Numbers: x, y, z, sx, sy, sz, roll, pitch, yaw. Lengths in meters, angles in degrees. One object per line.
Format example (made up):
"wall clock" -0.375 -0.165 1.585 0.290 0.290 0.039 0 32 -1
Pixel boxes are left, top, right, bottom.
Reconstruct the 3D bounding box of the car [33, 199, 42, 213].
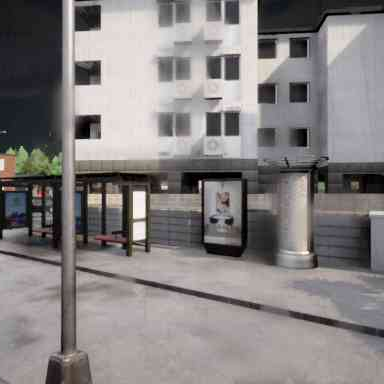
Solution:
"car" -16.120 1.505 34.078 1.837 1.490 4.892 0 0 35
